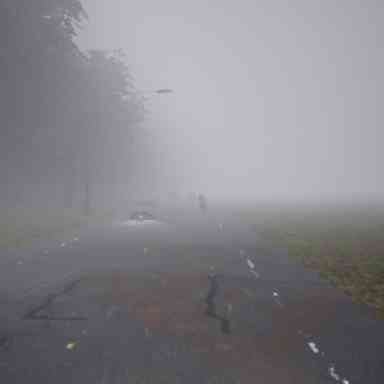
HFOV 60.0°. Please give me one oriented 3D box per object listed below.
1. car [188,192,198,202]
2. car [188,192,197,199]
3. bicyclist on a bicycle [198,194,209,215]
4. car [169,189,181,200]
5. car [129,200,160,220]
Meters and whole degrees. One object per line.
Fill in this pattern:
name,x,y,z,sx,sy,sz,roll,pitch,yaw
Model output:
car,0.156,0.957,57.515,2.033,1.411,5.357,0,1,0
car,0.083,0.717,74.252,1.812,1.442,4.674,0,1,0
bicyclist on a bicycle,0.990,1.191,28.134,0.866,1.612,1.509,0,0,0
car,-3.431,0.520,66.734,2.150,2.045,5.566,0,1,0
car,-3.572,1.323,26.019,2.033,1.411,5.357,0,1,0
